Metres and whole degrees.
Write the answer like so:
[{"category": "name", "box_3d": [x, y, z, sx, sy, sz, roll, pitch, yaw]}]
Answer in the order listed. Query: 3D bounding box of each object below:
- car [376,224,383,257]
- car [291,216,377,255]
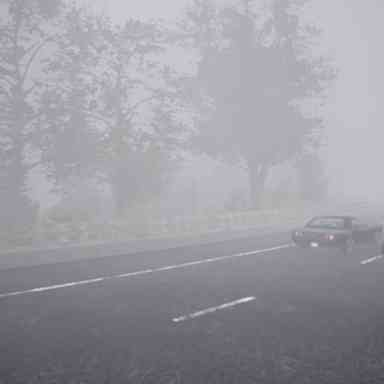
[{"category": "car", "box_3d": [7.684, 1.599, 10.319, 4.718, 1.301, 1.895, 0, 0, -42]}, {"category": "car", "box_3d": [6.070, 1.611, 13.565, 4.718, 1.301, 1.895, 0, 0, -43]}]
